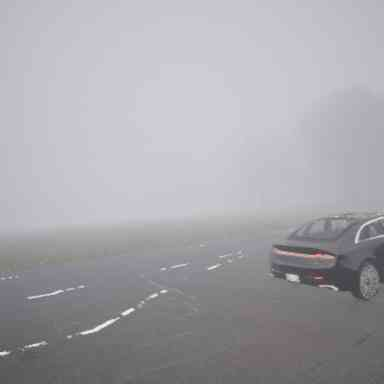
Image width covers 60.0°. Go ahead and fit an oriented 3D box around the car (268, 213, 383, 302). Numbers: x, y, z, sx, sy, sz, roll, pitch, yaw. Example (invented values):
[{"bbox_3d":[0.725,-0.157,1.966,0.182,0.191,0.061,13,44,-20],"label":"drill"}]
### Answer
[{"bbox_3d":[3.909,1.226,7.631,4.902,1.511,2.128,-5,0,-33],"label":"car"}]
